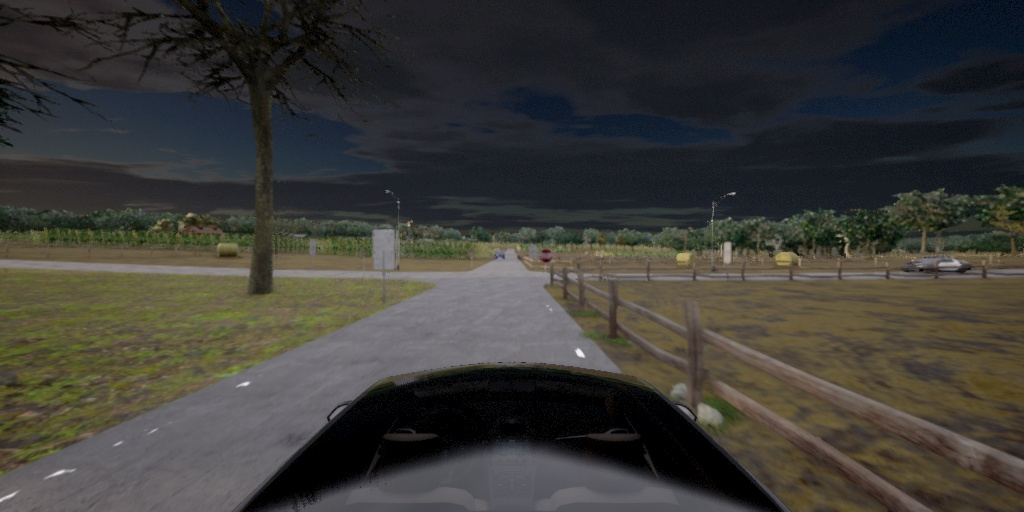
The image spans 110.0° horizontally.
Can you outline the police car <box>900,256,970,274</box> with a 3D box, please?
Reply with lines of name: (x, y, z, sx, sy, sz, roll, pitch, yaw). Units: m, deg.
police car: (39.093, 0.835, 33.316, 4.974, 1.542, 2.038, -1, 2, 0)
